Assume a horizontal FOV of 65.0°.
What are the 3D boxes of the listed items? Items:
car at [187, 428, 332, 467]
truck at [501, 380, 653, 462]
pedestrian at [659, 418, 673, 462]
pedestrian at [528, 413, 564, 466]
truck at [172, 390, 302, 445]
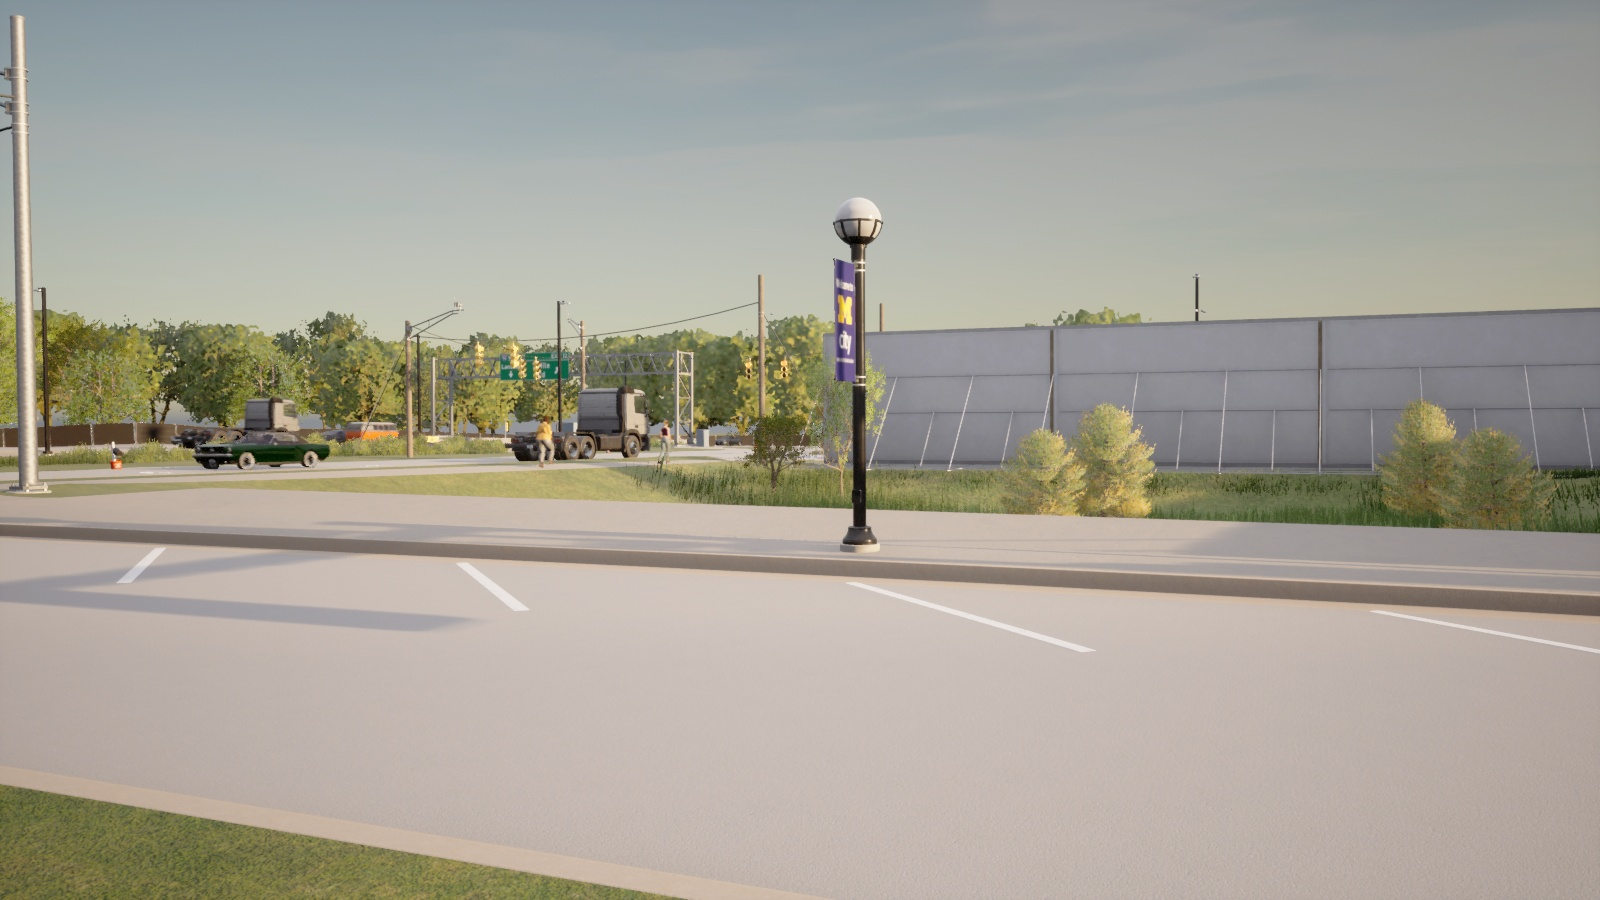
[{"bbox_3d":[-19.148,-0.107,44.725,1.895,1.301,4.718,1,1,23],"label":"car"},{"bbox_3d":[-9.985,-1.306,57.263,2.891,3.462,7.936,1,1,24],"label":"truck"},{"bbox_3d":[-5.614,-0.415,52.559,0.345,1.836,0.594,1,2,22],"label":"pedestrian"},{"bbox_3d":[-9.046,-0.378,44.719,0.874,1.855,0.900,1,2,21],"label":"pedestrian"},{"bbox_3d":[-36.961,-2.066,82.803,2.891,3.462,7.936,1,0,23],"label":"truck"}]
